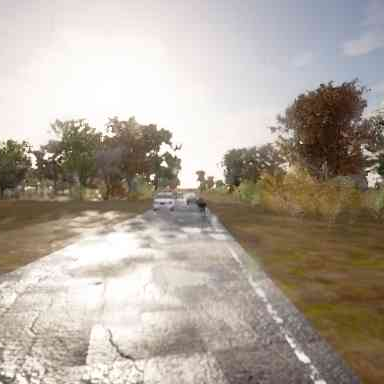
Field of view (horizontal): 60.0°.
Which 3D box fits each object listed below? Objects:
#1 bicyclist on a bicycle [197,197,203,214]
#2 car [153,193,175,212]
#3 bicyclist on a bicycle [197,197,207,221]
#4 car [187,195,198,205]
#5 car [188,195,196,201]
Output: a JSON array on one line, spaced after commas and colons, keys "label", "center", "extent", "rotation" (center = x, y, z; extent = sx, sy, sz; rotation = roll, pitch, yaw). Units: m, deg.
[{"label": "bicyclist on a bicycle", "center": [0.828, 1.363, 33.874], "extent": [0.582, 1.620, 1.656], "rotation": [0, 0, 0]}, {"label": "car", "center": [-3.091, 1.120, 37.515], "extent": [2.150, 2.045, 5.566], "rotation": [0, 0, 0]}, {"label": "bicyclist on a bicycle", "center": [0.827, 1.306, 24.934], "extent": [0.659, 1.776, 1.843], "rotation": [0, 0, 0]}, {"label": "car", "center": [0.073, 1.333, 55.616], "extent": [2.128, 1.511, 4.902], "rotation": [0, 0, 0]}, {"label": "car", "center": [0.000, 1.368, 74.703], "extent": [1.895, 1.301, 4.718], "rotation": [0, 0, 0]}]
